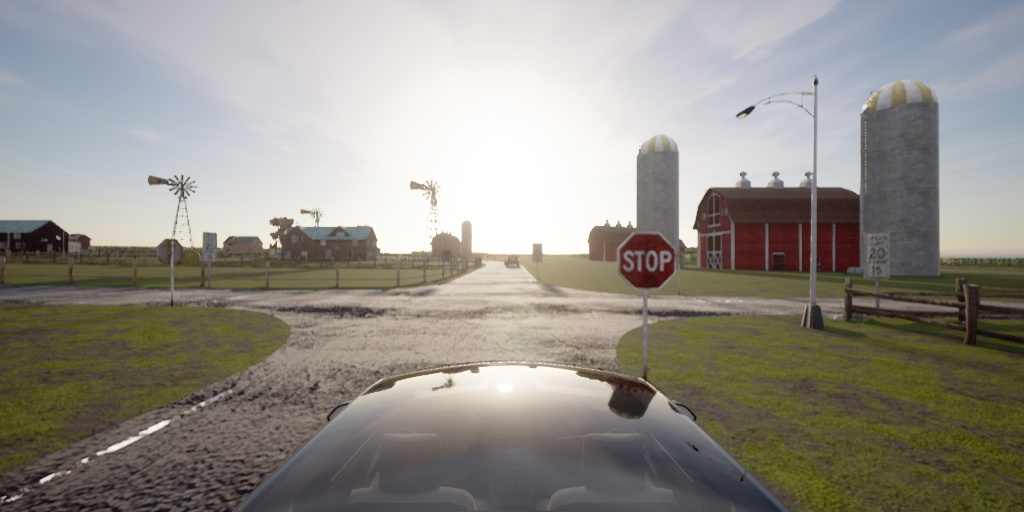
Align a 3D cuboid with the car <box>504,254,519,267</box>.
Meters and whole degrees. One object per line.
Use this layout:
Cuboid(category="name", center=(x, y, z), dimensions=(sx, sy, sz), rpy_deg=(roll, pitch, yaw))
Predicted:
Cuboid(category="car", center=(0.084, 0.739, 61.247), dimensions=(2.150, 2.045, 5.566), rpy_deg=(0, 0, -2))
